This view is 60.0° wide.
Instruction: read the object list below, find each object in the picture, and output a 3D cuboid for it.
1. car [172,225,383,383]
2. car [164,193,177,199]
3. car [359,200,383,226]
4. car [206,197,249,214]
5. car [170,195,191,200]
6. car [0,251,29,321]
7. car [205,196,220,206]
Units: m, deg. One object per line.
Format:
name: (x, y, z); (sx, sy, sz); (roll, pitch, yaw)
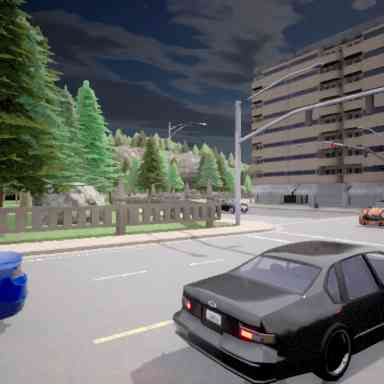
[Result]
car: (2.312, 1.547, 5.438); (5.357, 1.411, 2.033); (0, 0, -35)
car: (-3.326, 1.166, 54.708); (2.150, 2.045, 5.566); (0, 0, -4)
car: (12.930, 1.330, 21.817); (4.553, 1.767, 2.097); (0, 0, -36)
car: (3.877, 1.436, 34.920); (2.128, 1.511, 4.902); (0, 0, -32)
car: (-1.012, 1.492, 44.220); (2.033, 1.411, 5.357); (0, 0, -20)
car: (-5.085, 1.477, 4.664); (5.008, 1.535, 1.882); (0, 0, -36)
car: (3.493, 1.492, 56.752); (2.033, 1.411, 5.357); (0, 0, -2)
